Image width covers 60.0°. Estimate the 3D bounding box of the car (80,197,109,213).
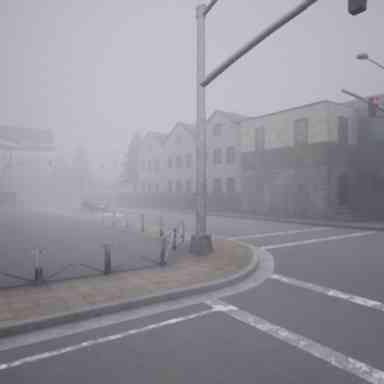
[{"bbox_3d":[-10.244,1.305,34.839,2.128,1.511,4.902,0,0,-35],"label":"car"}]
